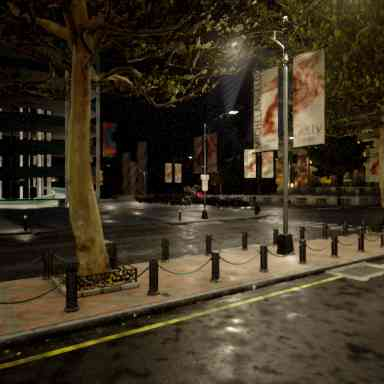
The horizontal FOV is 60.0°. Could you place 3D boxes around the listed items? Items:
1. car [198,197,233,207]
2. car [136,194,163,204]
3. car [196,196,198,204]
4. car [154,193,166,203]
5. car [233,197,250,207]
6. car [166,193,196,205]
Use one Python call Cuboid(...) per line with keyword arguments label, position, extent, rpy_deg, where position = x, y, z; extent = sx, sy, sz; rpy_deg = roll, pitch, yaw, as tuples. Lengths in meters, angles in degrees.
Cuboid(label="car", position=(3.471, 1.476, 50.210), extent=(1.882, 1.535, 5.008), rpy_deg=(0, 0, -35))
Cuboid(label="car", position=(-8.775, 1.546, 65.828), extent=(5.357, 1.411, 2.033), rpy_deg=(0, 0, 43))
Cuboid(label="car", position=(0.951, 1.524, 59.689), extent=(1.812, 1.442, 4.674), rpy_deg=(0, 0, -36))
Cuboid(label="car", position=(-5.758, 1.220, 67.985), extent=(5.566, 2.045, 2.150), rpy_deg=(0, 0, 45))
Cuboid(label="car", position=(6.530, 1.546, 51.960), extent=(2.033, 1.411, 5.357), rpy_deg=(0, 0, -35))
Cuboid(label="car", position=(-1.967, 1.350, 57.725), extent=(2.097, 1.767, 4.553), rpy_deg=(0, 0, -37))
